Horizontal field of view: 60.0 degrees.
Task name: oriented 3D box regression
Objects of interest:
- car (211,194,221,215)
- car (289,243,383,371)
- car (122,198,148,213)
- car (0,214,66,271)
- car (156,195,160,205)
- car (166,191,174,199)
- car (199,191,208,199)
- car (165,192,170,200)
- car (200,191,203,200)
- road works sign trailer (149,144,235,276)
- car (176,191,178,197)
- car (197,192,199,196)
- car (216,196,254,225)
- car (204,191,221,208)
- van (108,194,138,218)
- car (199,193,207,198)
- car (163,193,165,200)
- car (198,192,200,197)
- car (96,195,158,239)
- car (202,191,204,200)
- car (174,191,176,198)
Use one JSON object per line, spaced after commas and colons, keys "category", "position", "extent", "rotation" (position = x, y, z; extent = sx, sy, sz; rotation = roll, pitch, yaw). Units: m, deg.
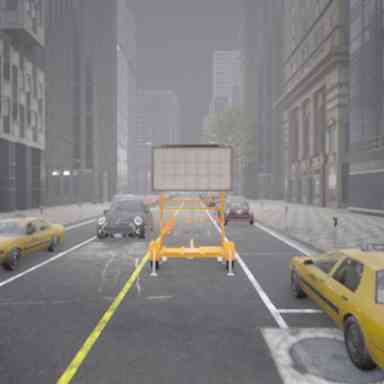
{"category": "car", "position": [2.879, 1.207, 27.753], "extent": [1.967, 1.590, 4.097], "rotation": [0, 0, 0]}
{"category": "car", "position": [2.870, 1.476, 5.400], "extent": [1.752, 1.417, 4.829], "rotation": [0, 1, 1]}
{"category": "car", "position": [-5.643, 1.292, 33.414], "extent": [1.947, 1.339, 4.313], "rotation": [0, 0, 0]}
{"category": "car", "position": [-5.659, 1.432, 10.652], "extent": [1.752, 1.417, 4.829], "rotation": [0, 1, 1]}
{"category": "car", "position": [-5.635, 1.092, 44.692], "extent": [1.967, 1.590, 4.097], "rotation": [0, 0, 0]}
{"category": "car", "position": [-5.616, 1.007, 72.716], "extent": [1.752, 1.417, 4.829], "rotation": [0, 0, 0]}
{"category": "car", "position": [2.916, 0.746, 84.147], "extent": [2.192, 1.841, 5.009], "rotation": [0, 0, 0]}
{"category": "car", "position": [-5.623, 1.128, 61.609], "extent": [1.802, 1.307, 4.206], "rotation": [0, 0, 0]}
{"category": "car", "position": [2.898, 1.022, 55.951], "extent": [1.967, 1.590, 4.097], "rotation": [0, 0, 0]}
{"category": "road works sign trailer", "position": [0.007, 0.375, 10.050], "extent": [2.380, 3.560, 2.880], "rotation": [0, 1, 0]}
{"category": "car", "position": [-5.605, 0.722, 89.801], "extent": [2.192, 1.841, 5.009], "rotation": [0, 0, 0]}
{"category": "car", "position": [2.913, 1.021, 78.508], "extent": [1.947, 1.339, 4.313], "rotation": [0, 0, 0]}
{"category": "car", "position": [2.875, 1.250, 22.115], "extent": [1.967, 1.590, 4.097], "rotation": [0, 0, 0]}
{"category": "car", "position": [2.886, 1.004, 39.032], "extent": [2.192, 1.841, 5.009], "rotation": [0, 0, 0]}
{"category": "van", "position": [-5.646, 1.108, 27.774], "extent": [1.690, 1.788, 3.998], "rotation": [0, 0, 0]}
{"category": "car", "position": [2.921, 0.952, 89.788], "extent": [1.887, 1.381, 4.507], "rotation": [0, 0, 0]}
{"category": "car", "position": [-5.631, 1.162, 50.331], "extent": [1.887, 1.381, 4.507], "rotation": [0, 0, 0]}
{"category": "car", "position": [2.909, 1.063, 72.870], "extent": [1.802, 1.307, 4.206], "rotation": [0, 0, 0]}
{"category": "car", "position": [-3.088, 1.210, 16.172], "extent": [2.097, 1.767, 4.553], "rotation": [0, 0, 0]}
{"category": "car", "position": [2.890, 0.968, 44.671], "extent": [2.192, 1.841, 5.009], "rotation": [0, 0, 0]}
{"category": "car", "position": [-5.613, 0.770, 78.523], "extent": [2.192, 1.841, 5.009], "rotation": [0, 0, 0]}
